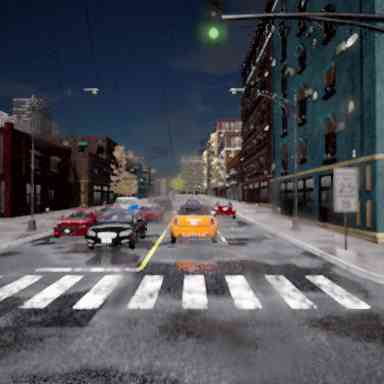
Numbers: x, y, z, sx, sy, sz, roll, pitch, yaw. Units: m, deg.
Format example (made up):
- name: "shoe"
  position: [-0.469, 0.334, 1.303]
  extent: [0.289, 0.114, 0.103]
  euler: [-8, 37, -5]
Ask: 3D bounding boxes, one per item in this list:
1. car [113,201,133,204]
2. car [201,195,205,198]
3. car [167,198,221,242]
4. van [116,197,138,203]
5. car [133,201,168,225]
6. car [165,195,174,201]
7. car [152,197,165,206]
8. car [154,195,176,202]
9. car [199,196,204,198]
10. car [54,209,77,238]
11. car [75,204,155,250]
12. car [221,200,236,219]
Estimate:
- name: "car"
  position: [-5.685, 1.555, 23.298]
  extent: [1.887, 1.381, 4.507]
  euler: [1, 0, 0]
- name: "car"
  position: [2.673, 1.577, 91.773]
  extent: [1.752, 1.417, 4.829]
  euler: [1, 0, 0]
- name: "car"
  position: [0.094, 1.360, 16.611]
  extent: [2.097, 1.767, 4.553]
  euler: [0, 0, 0]
- name: "van"
  position: [-5.682, 1.355, 28.986]
  extent: [1.690, 1.788, 3.998]
  euler: [1, 0, 0]
- name: "car"
  position: [-3.104, 1.612, 24.524]
  extent: [1.895, 1.301, 4.718]
  euler: [0, 0, 0]
- name: "car"
  position: [-5.704, 1.487, 85.852]
  extent: [1.967, 1.590, 4.097]
  euler: [1, 0, 0]
- name: "car"
  position: [-5.696, 1.611, 57.419]
  extent: [1.802, 1.307, 4.206]
  euler: [1, 0, 0]
- name: "car"
  position: [-3.094, 1.519, 38.317]
  extent: [1.837, 1.490, 4.892]
  euler: [0, 1, 0]
- name: "car"
  position: [0.086, 1.567, 40.308]
  extent: [2.033, 1.411, 5.357]
  euler: [0, 0, 0]
- name: "car"
  position: [-5.759, 1.553, 17.617]
  extent: [1.887, 1.381, 4.507]
  euler: [1, 0, 0]
- name: "car"
  position: [-3.099, 1.498, 14.538]
  extent: [2.128, 1.511, 4.902]
  euler: [0, 0, 0]
- name: "car"
  position: [2.696, 1.454, 29.049]
  extent: [1.967, 1.590, 4.097]
  euler: [1, 0, 0]
